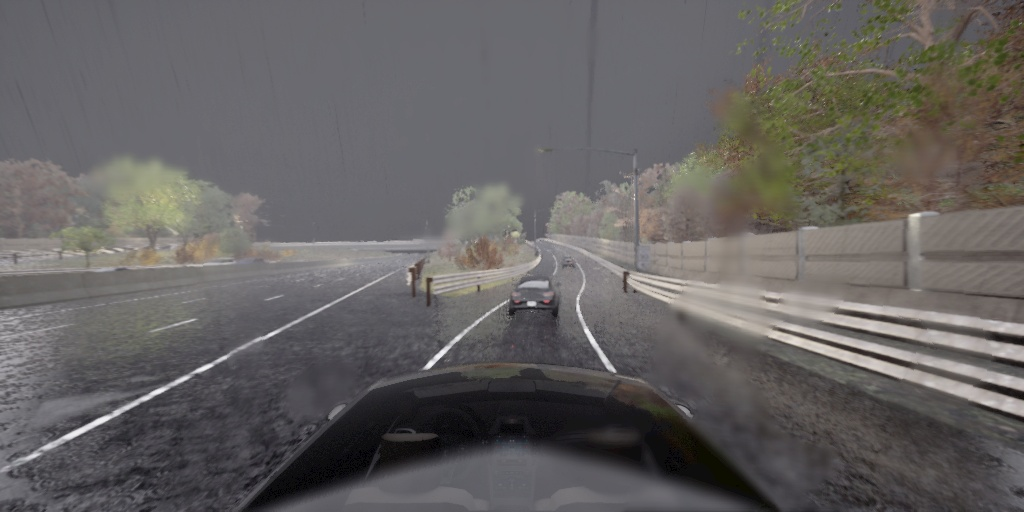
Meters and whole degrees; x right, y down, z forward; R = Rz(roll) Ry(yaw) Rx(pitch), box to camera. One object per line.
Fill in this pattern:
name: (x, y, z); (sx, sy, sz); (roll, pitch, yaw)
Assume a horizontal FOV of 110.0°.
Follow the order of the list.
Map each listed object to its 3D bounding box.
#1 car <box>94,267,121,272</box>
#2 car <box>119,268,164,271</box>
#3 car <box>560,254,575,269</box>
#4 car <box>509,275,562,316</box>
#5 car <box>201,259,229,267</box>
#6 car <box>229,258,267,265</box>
car: (-34.749, 1.732, 31.033); (1.812, 1.442, 4.674); (-1, 0, -13)
car: (-31.288, 1.734, 31.591); (1.895, 1.301, 4.718); (-1, 0, -13)
car: (8.430, 1.025, 53.835); (1.837, 1.490, 4.892); (-1, 3, 7)
car: (1.031, 1.514, 14.678); (1.812, 1.442, 4.674); (-1, -1, 9)
car: (-38.546, 1.413, 47.345); (2.150, 2.045, 5.566); (-1, 0, -13)
car: (-35.226, 1.340, 48.497); (2.150, 2.045, 5.566); (-1, 0, -13)
